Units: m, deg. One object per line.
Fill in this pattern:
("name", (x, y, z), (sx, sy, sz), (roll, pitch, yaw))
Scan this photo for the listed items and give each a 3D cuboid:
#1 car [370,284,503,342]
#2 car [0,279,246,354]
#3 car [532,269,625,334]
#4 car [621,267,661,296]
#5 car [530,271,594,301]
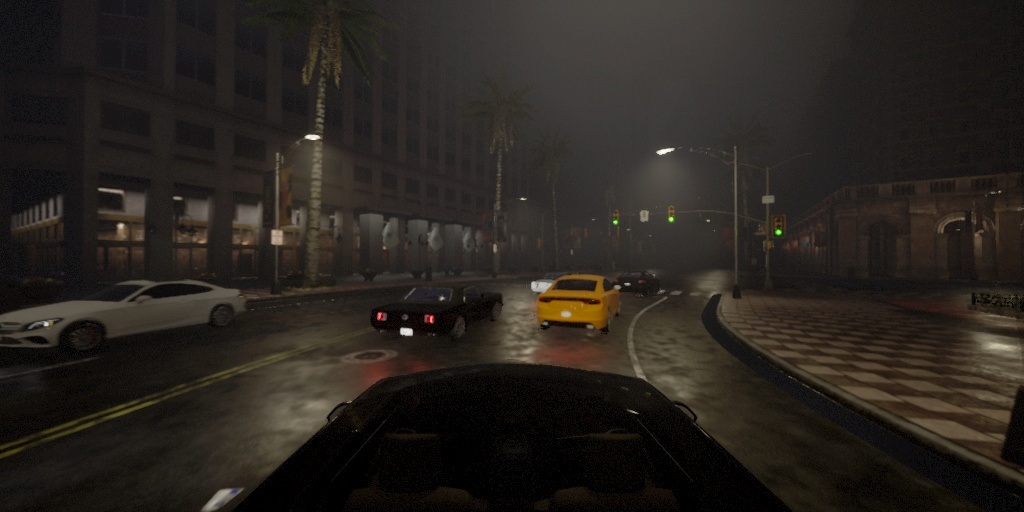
("car", (-1.746, 1.436, 10.168), (1.895, 1.301, 4.718), (0, -1, 16))
("car", (-9.401, 1.330, 9.173), (1.812, 1.442, 4.674), (0, -1, 13))
("car", (2.287, 1.336, 11.321), (1.882, 1.535, 5.008), (0, -1, 22))
("car", (7.473, 1.543, 21.372), (1.994, 1.385, 4.181), (0, -1, 34))
("car", (2.945, 1.553, 19.968), (1.895, 1.301, 4.718), (0, -1, 30))
